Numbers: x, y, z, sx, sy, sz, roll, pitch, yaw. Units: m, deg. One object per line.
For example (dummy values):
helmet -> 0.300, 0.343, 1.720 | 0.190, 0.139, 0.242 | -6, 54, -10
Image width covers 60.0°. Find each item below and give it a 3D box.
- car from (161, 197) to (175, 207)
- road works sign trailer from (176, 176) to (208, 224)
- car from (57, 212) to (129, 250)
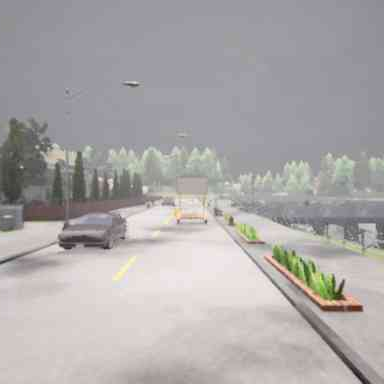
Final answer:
car -> -4.046, 1.582, 57.154 | 2.097, 1.767, 4.553 | 0, 0, 1
road works sign trailer -> 0.000, 0.566, 25.039 | 2.380, 3.560, 2.880 | 0, 0, 0
car -> -4.100, 1.607, 14.834 | 2.033, 1.411, 5.357 | 0, 0, 0
